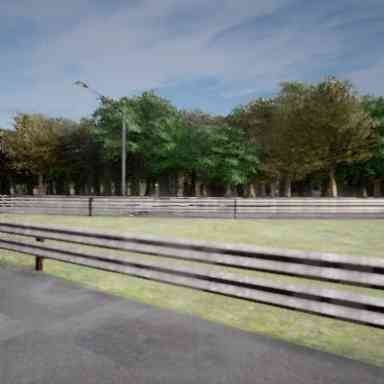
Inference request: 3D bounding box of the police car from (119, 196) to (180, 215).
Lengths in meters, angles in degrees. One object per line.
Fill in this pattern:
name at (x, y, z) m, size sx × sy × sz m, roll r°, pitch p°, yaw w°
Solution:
police car at (-3.542, 1.110, 27.613) m, size 4.974 × 1.542 × 2.038 m, roll 0°, pitch -1°, yaw 14°
